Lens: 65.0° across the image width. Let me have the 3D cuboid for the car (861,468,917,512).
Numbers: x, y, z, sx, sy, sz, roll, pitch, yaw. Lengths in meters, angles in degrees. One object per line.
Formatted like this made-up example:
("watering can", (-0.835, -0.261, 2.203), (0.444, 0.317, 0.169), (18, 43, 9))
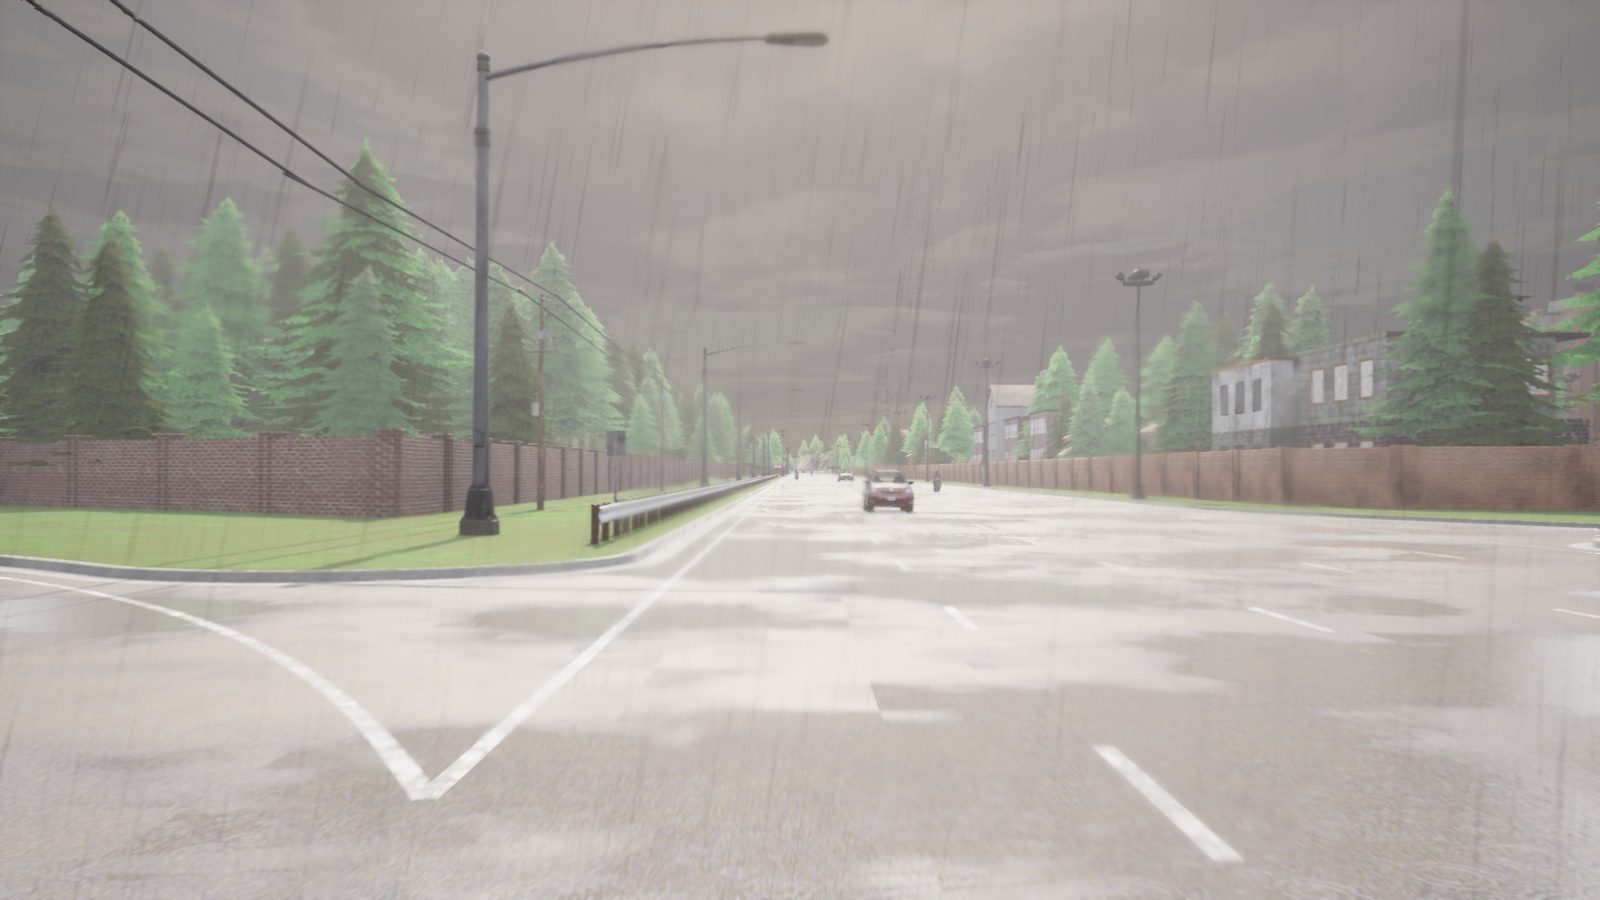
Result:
("car", (3.383, 1.493, 48.183), (1.851, 1.617, 3.988), (0, -1, 0))
